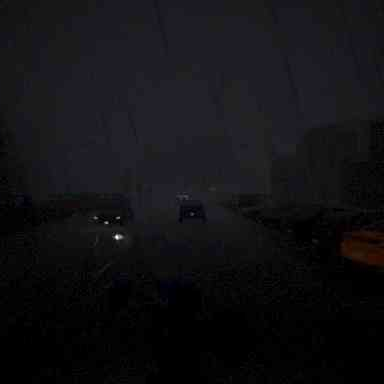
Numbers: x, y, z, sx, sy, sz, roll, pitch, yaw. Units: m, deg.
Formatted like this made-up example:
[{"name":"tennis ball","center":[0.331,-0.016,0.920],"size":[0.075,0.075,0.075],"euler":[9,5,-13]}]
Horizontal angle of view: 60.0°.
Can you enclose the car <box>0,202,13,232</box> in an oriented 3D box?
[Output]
[{"name":"car","center":[-11.401,1.430,15.437],"size":[4.892,1.521,2.231],"euler":[-1,0,-20]}]

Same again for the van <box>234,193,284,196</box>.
[{"name":"van","center":[6.410,1.117,29.587],"size":[4.442,1.987,1.878],"euler":[1,0,-20]}]

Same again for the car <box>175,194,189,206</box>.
[{"name":"car","center":[-1.577,1.357,48.807],"size":[2.033,1.411,5.357],"euler":[0,0,-1]}]

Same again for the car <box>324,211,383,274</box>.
[{"name":"car","center":[6.400,1.416,8.996],"size":[5.008,1.535,2.097],"euler":[1,0,-20]}]

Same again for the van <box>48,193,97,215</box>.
[{"name":"van","center":[-11.300,1.156,30.442],"size":[4.442,1.987,1.878],"euler":[-1,0,-19]}]

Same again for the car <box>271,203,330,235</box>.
[{"name":"car","center":[6.382,1.396,14.866],"size":[4.892,1.521,2.231],"euler":[1,0,-20]}]

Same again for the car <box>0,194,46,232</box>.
[{"name":"car","center":[-11.411,1.169,18.439],"size":[5.566,2.045,2.435],"euler":[-1,0,-19]}]

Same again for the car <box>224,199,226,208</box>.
[{"name":"car","center":[6.215,1.195,35.432],"size":[4.553,1.767,2.185],"euler":[1,0,-20]}]

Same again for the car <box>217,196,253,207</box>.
[{"name":"car","center":[6.118,1.318,47.239],"size":[4.674,1.452,2.002],"euler":[1,0,-21]}]

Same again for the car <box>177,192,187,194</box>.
[{"name":"car","center":[-1.727,0.947,58.835],"size":[2.150,2.045,5.566],"euler":[0,1,-1]}]

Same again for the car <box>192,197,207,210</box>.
[{"name":"car","center":[0.919,1.358,41.723],"size":[1.812,1.442,4.674],"euler":[0,0,1]}]

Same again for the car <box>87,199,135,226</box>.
[{"name":"car","center":[-5.104,1.450,22.533],"size":[2.033,1.411,5.357],"euler":[0,0,0]}]

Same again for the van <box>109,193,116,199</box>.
[{"name":"van","center":[-10.946,1.133,36.529],"size":[4.442,1.987,1.878],"euler":[-1,0,-19]}]

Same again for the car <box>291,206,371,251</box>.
[{"name":"car","center":[6.390,1.406,11.933],"size":[4.892,1.521,2.231],"euler":[1,0,-20]}]

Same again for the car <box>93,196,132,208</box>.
[{"name":"car","center":[-10.837,1.331,45.482],"size":[5.008,1.535,2.097],"euler":[-1,0,-19]}]

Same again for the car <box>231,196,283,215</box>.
[{"name":"car","center":[6.146,1.347,26.544],"size":[5.366,1.575,1.946],"euler":[1,0,-20]}]

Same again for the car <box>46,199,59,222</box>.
[{"name":"car","center":[-11.371,1.440,21.455],"size":[4.792,1.488,2.163],"euler":[-1,0,-19]}]

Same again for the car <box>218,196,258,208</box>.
[{"name":"car","center":[6.124,1.318,44.277],"size":[4.792,1.488,2.163],"euler":[1,0,-21]}]

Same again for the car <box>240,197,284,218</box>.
[{"name":"car","center":[6.349,1.363,23.673],"size":[5.008,1.535,2.097],"euler":[1,0,-20]}]

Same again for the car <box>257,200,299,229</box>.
[{"name":"car","center":[6.382,1.384,17.801],"size":[5.008,1.535,2.097],"euler":[1,0,-20]}]

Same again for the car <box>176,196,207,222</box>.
[{"name":"car","center":[0.024,1.367,25.471],"size":[1.882,1.535,5.008],"euler":[0,0,0]}]

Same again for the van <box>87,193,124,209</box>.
[{"name":"van","center":[-11.025,1.117,42.444],"size":[4.442,1.987,1.878],"euler":[-1,0,-19]}]

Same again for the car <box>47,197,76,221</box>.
[{"name":"car","center":[-11.311,1.401,24.475],"size":[4.892,1.521,2.231],"euler":[-1,0,-19]}]

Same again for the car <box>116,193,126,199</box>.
[{"name":"car","center":[-10.960,1.099,39.500],"size":[5.566,2.045,2.435],"euler":[-1,0,-19]}]

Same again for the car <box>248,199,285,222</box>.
[{"name":"car","center":[6.330,1.403,20.728],"size":[4.792,1.488,2.163],"euler":[1,0,-20]}]

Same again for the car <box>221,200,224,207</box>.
[{"name":"car","center":[6.241,1.340,38.402],"size":[4.792,1.488,2.163],"euler":[1,0,-20]}]

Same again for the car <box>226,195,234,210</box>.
[{"name":"car","center":[6.279,1.331,32.489],"size":[5.008,1.535,2.097],"euler":[1,0,-20]}]

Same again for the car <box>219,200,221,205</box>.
[{"name":"car","center":[6.155,1.173,41.331],"size":[4.553,1.767,2.185],"euler":[1,0,-21]}]

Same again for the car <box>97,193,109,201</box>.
[{"name":"car","center":[-11.093,1.245,33.494],"size":[4.553,1.767,2.185],"euler":[-1,0,-19]}]
